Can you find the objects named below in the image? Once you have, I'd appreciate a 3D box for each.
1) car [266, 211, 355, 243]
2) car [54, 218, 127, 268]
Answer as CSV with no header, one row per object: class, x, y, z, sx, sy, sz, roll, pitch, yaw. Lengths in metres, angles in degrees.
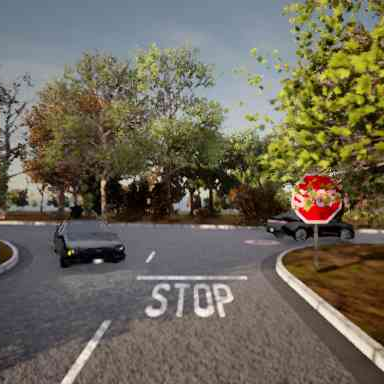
car,6.233,1.758,17.373,4.902,1.511,2.128,3,-2,-22
car,-3.925,1.661,12.127,2.033,1.411,5.357,0,-1,-27
